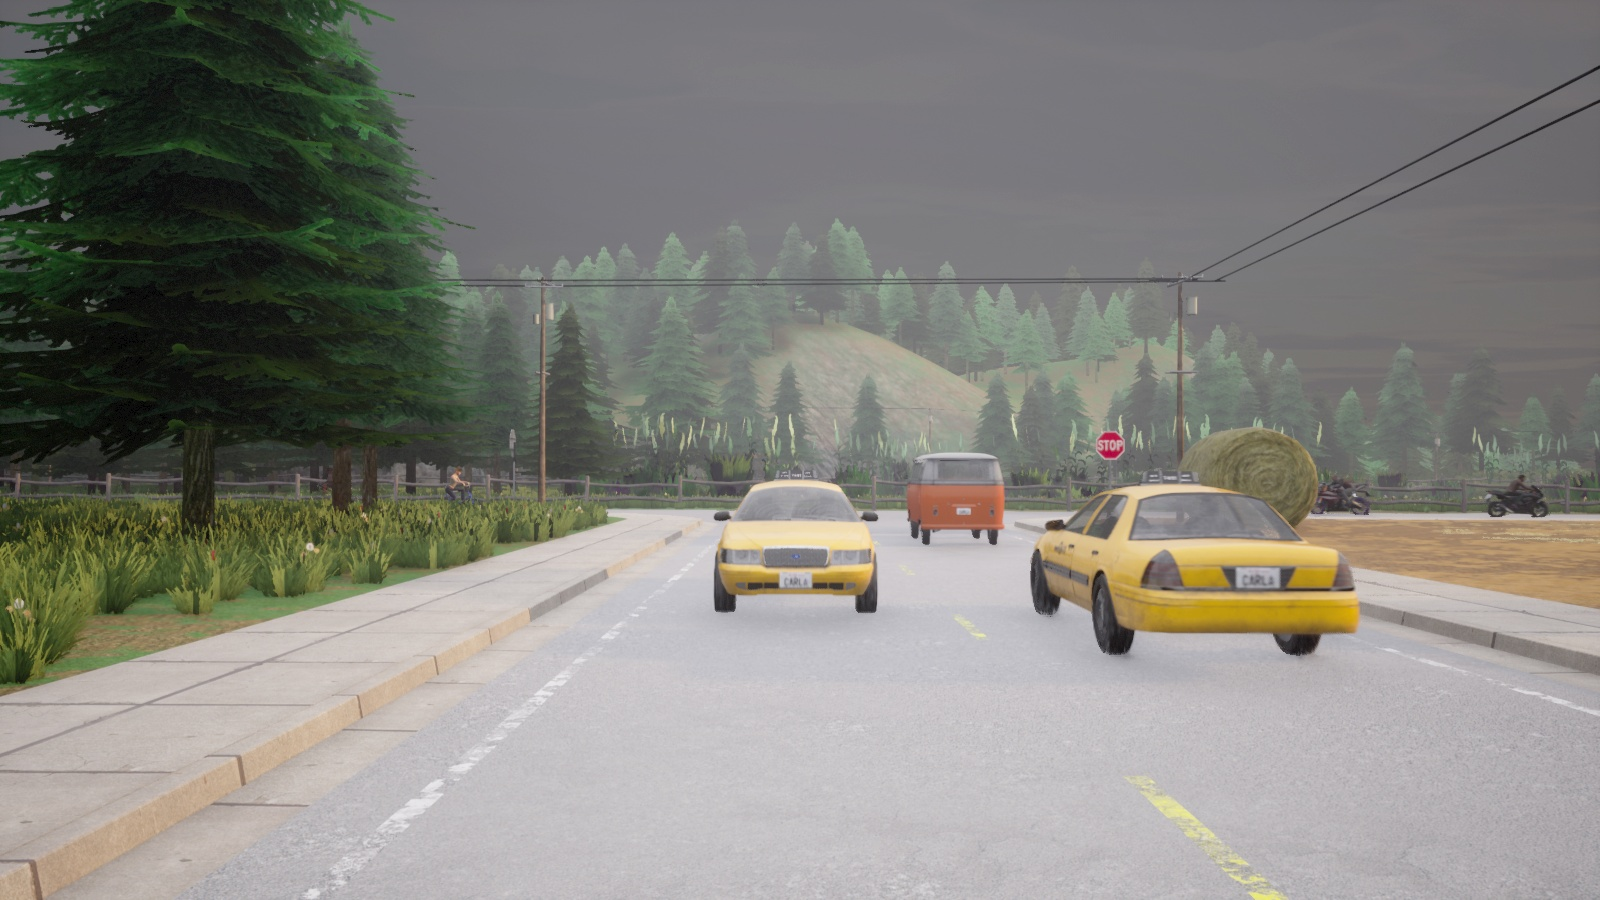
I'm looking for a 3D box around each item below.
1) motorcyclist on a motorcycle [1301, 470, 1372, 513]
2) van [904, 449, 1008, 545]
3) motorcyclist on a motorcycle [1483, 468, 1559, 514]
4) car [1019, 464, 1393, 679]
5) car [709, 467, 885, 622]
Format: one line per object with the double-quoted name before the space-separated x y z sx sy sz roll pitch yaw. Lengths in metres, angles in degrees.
"motorcyclist on a motorcycle" 19.508 1.504 45.724 2.191 1.530 0.866 0 -1 3
"van" 3.425 1.027 28.354 1.775 1.987 4.442 0 -1 0
"motorcyclist on a motorcycle" 24.121 1.370 42.011 2.044 1.523 0.797 0 -1 3
"car" 3.468 0.940 11.965 1.801 1.575 5.366 0 -1 0
"car" -0.041 1.015 15.555 1.801 1.575 5.366 0 -1 0
